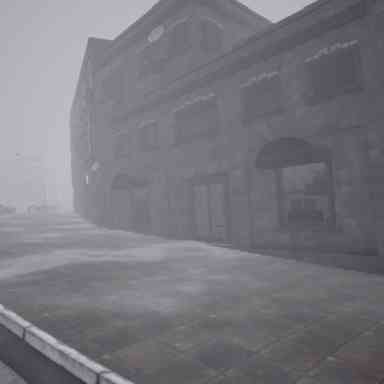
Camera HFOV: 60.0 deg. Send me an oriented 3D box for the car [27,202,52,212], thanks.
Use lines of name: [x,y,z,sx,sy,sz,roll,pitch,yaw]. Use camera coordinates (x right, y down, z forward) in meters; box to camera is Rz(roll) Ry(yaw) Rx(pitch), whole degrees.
car: [-23.976,2.274,51.747,1.812,1.442,4.674,-3,-1,-2]

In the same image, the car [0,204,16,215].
car: [-23.205,2.148,40.316,1.895,1.301,4.718,-3,-1,-4]

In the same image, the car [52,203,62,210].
car: [-28.087,2.884,67.354,2.033,1.411,5.357,-3,-1,-2]
